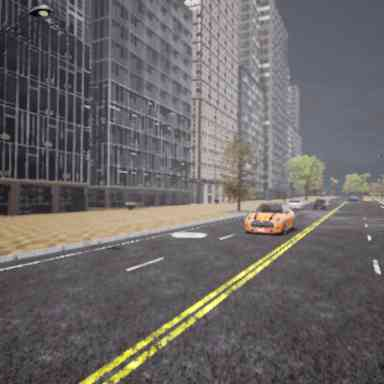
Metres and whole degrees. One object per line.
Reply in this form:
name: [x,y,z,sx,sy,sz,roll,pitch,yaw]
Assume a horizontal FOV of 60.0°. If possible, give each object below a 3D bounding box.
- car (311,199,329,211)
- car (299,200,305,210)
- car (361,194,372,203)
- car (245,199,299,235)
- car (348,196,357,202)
car: [17.097,1.710,44.140,1.837,1.490,4.892,0,0,26]
car: [14.187,1.725,45.588,1.812,1.442,4.674,0,0,26]
car: [43.826,1.834,83.247,1.882,1.535,5.008,0,0,26]
car: [4.609,1.416,19.263,2.097,1.767,4.553,0,0,27]
car: [40.979,1.890,84.821,1.994,1.385,4.181,0,0,26]
